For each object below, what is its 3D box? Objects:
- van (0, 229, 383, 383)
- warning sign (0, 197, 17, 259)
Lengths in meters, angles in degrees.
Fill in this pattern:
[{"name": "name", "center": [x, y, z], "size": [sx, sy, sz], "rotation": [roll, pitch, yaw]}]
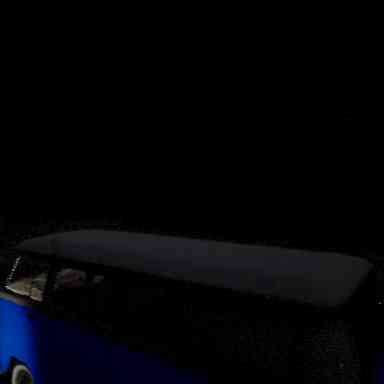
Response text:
[{"name": "van", "center": [-0.316, 1.341, 3.191], "size": [3.998, 1.788, 1.690], "rotation": [0, 0, 35]}, {"name": "warning sign", "center": [-6.379, 1.114, 10.343], "size": [1.060, 1.860, 1.300], "rotation": [0, 0, 36]}]
